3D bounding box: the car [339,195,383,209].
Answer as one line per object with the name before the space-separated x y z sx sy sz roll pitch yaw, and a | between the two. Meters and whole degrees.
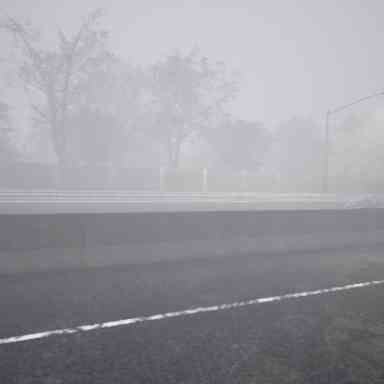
car | 15.744 1.016 30.595 4.674 1.442 1.812 1 2 -25
